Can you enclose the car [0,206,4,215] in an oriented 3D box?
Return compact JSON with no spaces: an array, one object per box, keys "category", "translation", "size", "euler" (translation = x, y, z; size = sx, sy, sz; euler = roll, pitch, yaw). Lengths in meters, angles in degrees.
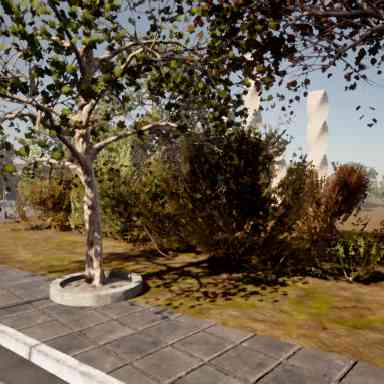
[{"category":"car","translation":[-18.442,1.515,29.041],"size":[2.033,1.411,5.357],"euler":[1,1,-7]}]
